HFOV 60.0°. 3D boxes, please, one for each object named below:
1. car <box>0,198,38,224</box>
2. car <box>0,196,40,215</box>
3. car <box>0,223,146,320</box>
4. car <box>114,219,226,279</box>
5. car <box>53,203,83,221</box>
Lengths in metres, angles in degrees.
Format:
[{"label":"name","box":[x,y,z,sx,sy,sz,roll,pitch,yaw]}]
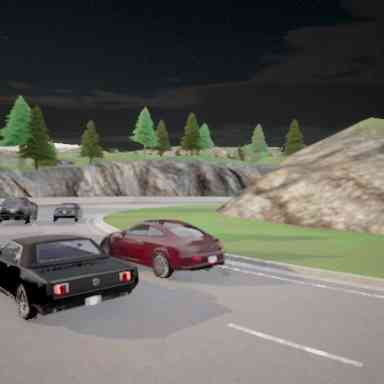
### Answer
[{"label":"car","box":[-12.942,1.355,24.944,2.097,1.767,4.553,1,0,-17]},{"label":"car","box":[-17.841,1.355,34.567,2.097,1.767,4.553,1,0,-3]},{"label":"car","box":[-3.266,1.608,7.432,1.895,1.301,4.718,1,0,-44]},{"label":"car","box":[-1.049,1.560,10.236,1.812,1.442,4.674,0,0,-44]},{"label":"car","box":[-10.133,1.581,27.391,2.033,1.411,5.357,0,0,-13]}]
